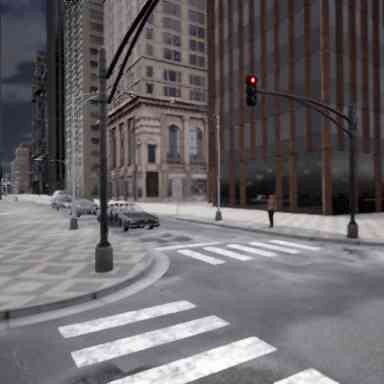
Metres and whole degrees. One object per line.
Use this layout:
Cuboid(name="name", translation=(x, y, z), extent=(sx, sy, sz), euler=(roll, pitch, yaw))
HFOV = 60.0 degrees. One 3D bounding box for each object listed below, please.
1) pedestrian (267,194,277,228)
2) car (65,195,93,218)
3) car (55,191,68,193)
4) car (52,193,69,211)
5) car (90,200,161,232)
Cuboid(name="pedestrian", translation=(4.284, 1.001, 17.974), extent=(0.375, 1.860, 0.375), euler=(1, -1, -31))
Cuboid(name="car", translation=(-9.099, 1.288, 28.231), extent=(1.837, 1.490, 4.892), euler=(0, 1, -31))
Cuboid(name="car", translation=(-22.318, 0.799, 56.639), extent=(2.150, 2.045, 5.566), euler=(0, 1, -31))
Cuboid(name="car", translation=(-14.375, 1.209, 37.099), extent=(2.128, 1.511, 4.902), euler=(0, 1, -31))
Cuboid(name="car", translation=(-3.889, 1.401, 19.398), extent=(2.033, 1.411, 5.357), euler=(0, 1, -36))
